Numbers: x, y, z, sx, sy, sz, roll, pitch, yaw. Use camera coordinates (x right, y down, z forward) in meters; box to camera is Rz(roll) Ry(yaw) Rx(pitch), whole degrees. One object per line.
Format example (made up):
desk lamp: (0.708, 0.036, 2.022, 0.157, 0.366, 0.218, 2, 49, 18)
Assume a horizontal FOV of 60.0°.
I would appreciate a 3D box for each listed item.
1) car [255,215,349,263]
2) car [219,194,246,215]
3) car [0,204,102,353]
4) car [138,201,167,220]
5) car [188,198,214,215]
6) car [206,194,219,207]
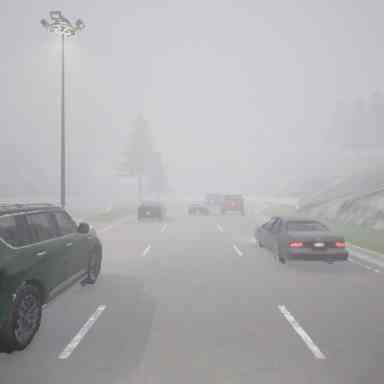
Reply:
car: (3.600, 1.547, 11.925, 2.033, 1.411, 5.357, 0, 0, 0)
car: (4.327, 1.220, 34.346, 2.150, 2.045, 5.566, 0, 0, 9)
car: (-3.401, 1.220, 6.279, 2.150, 2.045, 5.566, 0, 0, 0)
car: (-3.230, 1.477, 27.881, 1.882, 1.535, 5.008, 0, 0, 2)
car: (0.836, 1.600, 33.904, 1.895, 1.301, 4.718, 0, 0, 8)
car: (3.262, 1.220, 43.963, 2.150, 2.045, 5.566, 0, 0, 16)
